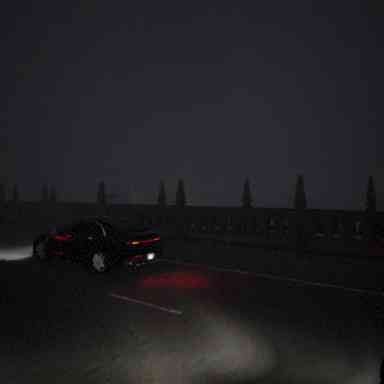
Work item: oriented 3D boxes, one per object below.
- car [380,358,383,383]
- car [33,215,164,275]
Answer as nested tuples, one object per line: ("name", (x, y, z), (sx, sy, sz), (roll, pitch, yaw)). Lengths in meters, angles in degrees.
("car", (3.631, 1.476, 1.402), (5.008, 1.535, 1.882), (0, 0, 36))
("car", (-3.094, 1.509, 10.497), (4.892, 1.490, 1.837), (0, 0, 35))
